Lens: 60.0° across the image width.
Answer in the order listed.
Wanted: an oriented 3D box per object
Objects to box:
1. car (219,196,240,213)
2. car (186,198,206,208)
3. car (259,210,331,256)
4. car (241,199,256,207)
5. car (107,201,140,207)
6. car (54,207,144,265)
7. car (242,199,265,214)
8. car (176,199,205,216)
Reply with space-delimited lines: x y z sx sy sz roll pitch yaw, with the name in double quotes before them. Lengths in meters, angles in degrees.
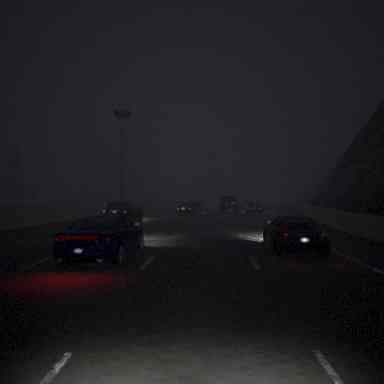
"car" 4.726 1.487 41.711 2.150 2.045 5.566 0 -1 14
"car" 0.724 1.796 53.984 1.882 1.535 5.008 0 0 17
"car" 4.111 1.665 13.643 1.994 1.385 4.181 0 0 5
"car" 10.396 1.972 60.842 1.994 1.385 4.181 0 0 20
"car" -5.193 1.475 25.577 2.097 1.767 4.553 0 0 8
"car" -3.064 1.532 11.917 1.882 1.535 5.008 0 0 4
"car" 7.299 1.808 38.235 2.033 1.411 5.357 0 0 14
"car" -0.264 1.757 36.040 2.033 1.411 5.357 0 0 13
